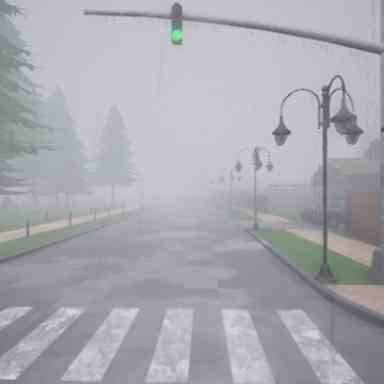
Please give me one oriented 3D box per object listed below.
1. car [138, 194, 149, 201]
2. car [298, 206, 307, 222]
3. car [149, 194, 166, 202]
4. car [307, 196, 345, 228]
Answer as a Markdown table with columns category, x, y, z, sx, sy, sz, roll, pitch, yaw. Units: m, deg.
| category | x | y | z | sx | sy | sz | roll | pitch | yaw |
| --- | --- | --- | --- | --- | --- | --- | --- | --- | --- |
| car | -13.222 | 1.454 | 92.552 | 2.150 | 2.045 | 5.566 | 0 | 0 | -31 |
| car | 9.492 | 1.234 | 22.913 | 3.866 | 1.878 | 1.905 | 0 | 0 | 1 |
| car | -8.230 | 1.445 | 83.131 | 2.150 | 2.045 | 5.566 | 0 | 0 | -25 |
| car | 9.817 | 1.225 | 20.390 | 4.605 | 1.855 | 1.932 | 0 | 0 | 1 |
